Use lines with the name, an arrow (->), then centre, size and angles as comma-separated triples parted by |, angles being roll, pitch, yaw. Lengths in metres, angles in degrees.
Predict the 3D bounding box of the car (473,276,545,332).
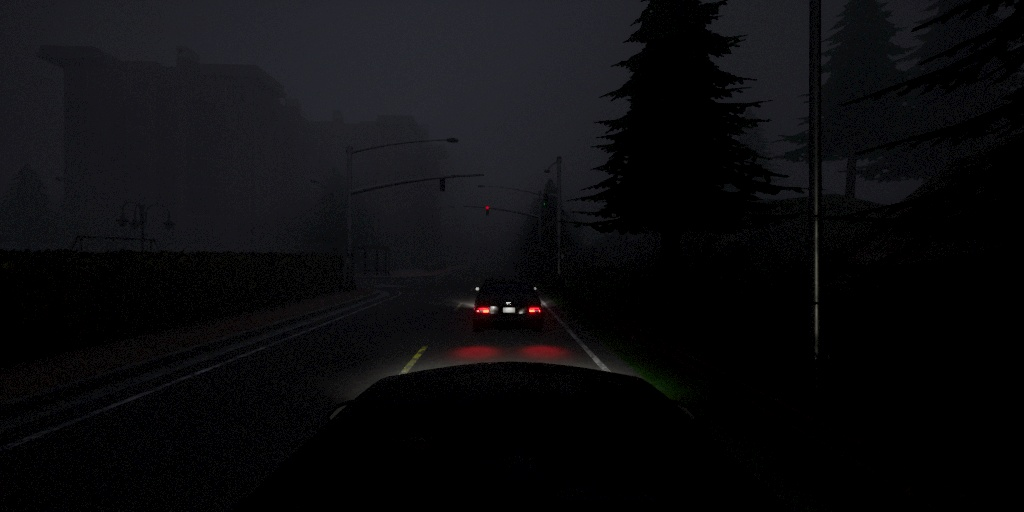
car -> -0.160, 1.299, 10.814 | 2.033, 1.411, 5.357 | 0, 0, -2
